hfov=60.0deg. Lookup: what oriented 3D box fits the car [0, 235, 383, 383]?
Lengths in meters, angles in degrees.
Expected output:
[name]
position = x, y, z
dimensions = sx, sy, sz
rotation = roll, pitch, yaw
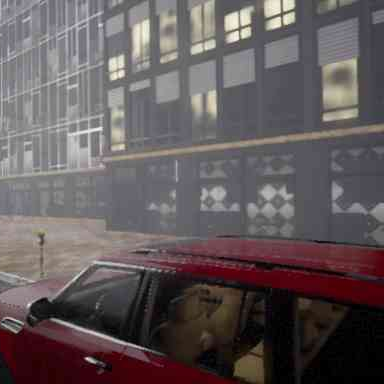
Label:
[car]
position = 0.030, 1.321, 2.876
dimensions = 5.009, 1.841, 2.192
rotation = 0, -1, 36
